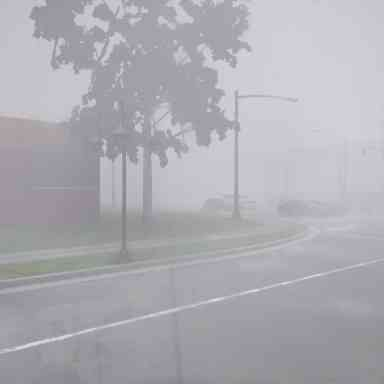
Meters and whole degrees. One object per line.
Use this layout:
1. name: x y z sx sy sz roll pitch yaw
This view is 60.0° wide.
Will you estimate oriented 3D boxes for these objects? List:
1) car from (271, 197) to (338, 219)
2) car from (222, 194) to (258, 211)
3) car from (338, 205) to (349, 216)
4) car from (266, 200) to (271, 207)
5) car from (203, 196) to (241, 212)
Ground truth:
1. car: 9.810 1.477 29.416 1.882 1.535 5.008 0 0 -34
2. car: 5.722 1.220 41.808 2.150 2.045 5.566 0 0 -34
3. car: 12.446 1.506 31.764 1.837 1.490 4.892 0 0 -34
4. car: 13.282 1.477 49.677 1.882 1.535 5.008 0 0 -34
5. car: 3.152 1.505 39.340 1.837 1.490 4.892 0 0 -34
